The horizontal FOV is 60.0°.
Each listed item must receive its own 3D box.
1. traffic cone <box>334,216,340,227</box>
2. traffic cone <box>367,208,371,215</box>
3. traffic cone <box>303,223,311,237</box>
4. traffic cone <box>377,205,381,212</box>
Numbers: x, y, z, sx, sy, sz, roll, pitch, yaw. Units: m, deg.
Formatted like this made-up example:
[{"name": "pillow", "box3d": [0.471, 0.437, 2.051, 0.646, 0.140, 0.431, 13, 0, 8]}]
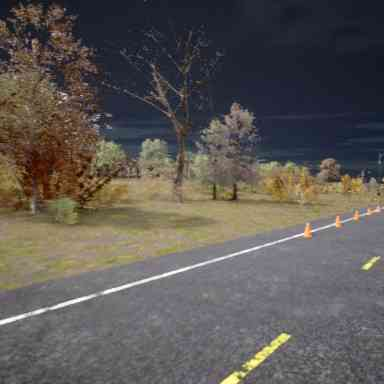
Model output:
[{"name": "traffic cone", "box3d": [8.147, 1.615, 18.581, 0.340, 0.580, 0.340, 3, 2, 37]}, {"name": "traffic cone", "box3d": [14.147, 1.538, 26.521, 0.340, 0.580, 0.340, 3, 2, 37]}, {"name": "traffic cone", "box3d": [5.101, 1.651, 14.648, 0.340, 0.580, 0.340, 3, 2, 38]}, {"name": "traffic cone", "box3d": [17.100, 1.497, 30.525, 0.340, 0.580, 0.340, 3, 2, 36]}]
